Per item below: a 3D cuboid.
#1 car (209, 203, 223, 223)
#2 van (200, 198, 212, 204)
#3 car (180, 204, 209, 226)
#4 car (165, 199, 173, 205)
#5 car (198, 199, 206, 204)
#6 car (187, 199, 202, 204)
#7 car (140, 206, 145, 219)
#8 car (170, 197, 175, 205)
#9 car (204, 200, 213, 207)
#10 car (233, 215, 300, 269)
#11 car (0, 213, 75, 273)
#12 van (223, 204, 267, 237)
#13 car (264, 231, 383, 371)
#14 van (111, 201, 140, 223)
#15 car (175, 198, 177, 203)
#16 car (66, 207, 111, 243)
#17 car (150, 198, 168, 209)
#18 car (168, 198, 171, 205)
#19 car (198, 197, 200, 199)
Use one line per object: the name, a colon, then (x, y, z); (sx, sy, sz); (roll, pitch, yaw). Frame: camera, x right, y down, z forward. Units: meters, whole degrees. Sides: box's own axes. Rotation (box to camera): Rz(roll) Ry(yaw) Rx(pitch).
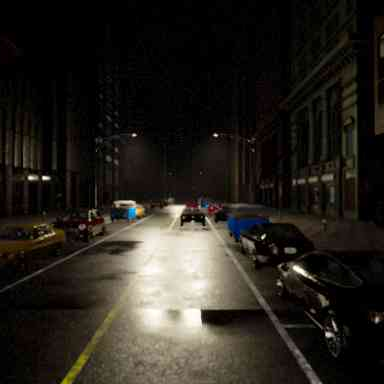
car: (2.727, 1.881, 28.312); (1.947, 1.339, 4.313); (0, -1, 0)
van: (2.687, 1.977, 56.497); (1.690, 1.788, 3.998); (0, -1, 0)
car: (0.065, 1.894, 26.233); (1.895, 1.301, 4.718); (0, -1, 0)
car: (-5.878, 2.557, 84.645); (1.802, 1.307, 4.206); (0, -1, 0)
car: (2.639, 2.608, 90.310); (1.947, 1.339, 4.313); (0, -1, 0)
car: (0.039, 2.008, 43.062); (1.812, 1.442, 4.674); (0, -1, 0)
car: (-5.806, 1.904, 33.754); (1.752, 1.417, 4.829); (0, -1, 0)
car: (-5.870, 2.457, 79.010); (2.008, 1.369, 4.403); (0, -1, 0)
car: (2.711, 1.986, 39.585); (1.887, 1.381, 4.507); (0, -1, 0)
car: (2.750, 1.693, 11.403); (1.947, 1.339, 4.313); (0, -1, 0)
car: (-5.774, 1.653, 11.210); (1.752, 1.417, 4.829); (0, -1, 0)
van: (2.743, 1.531, 17.042); (1.690, 1.788, 3.998); (0, -1, 0)
car: (2.758, 1.631, 5.766); (1.947, 1.339, 4.313); (0, -1, 0)
van: (-5.798, 1.659, 28.290); (1.690, 1.788, 3.998); (0, -1, 0)
car: (-5.886, 2.595, 90.282); (2.008, 1.369, 4.403); (0, -1, 0)
car: (-5.782, 1.632, 17.017); (1.967, 1.590, 4.097); (0, -1, 0)
car: (-5.838, 1.953, 56.470); (2.192, 1.841, 5.009); (0, -1, 0)
car: (-5.854, 2.316, 67.739); (1.887, 1.381, 4.507); (0, -1, 0)
car: (2.679, 2.017, 62.133); (2.192, 1.841, 5.009); (0, -1, 0)
